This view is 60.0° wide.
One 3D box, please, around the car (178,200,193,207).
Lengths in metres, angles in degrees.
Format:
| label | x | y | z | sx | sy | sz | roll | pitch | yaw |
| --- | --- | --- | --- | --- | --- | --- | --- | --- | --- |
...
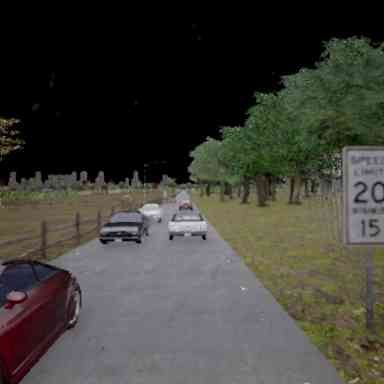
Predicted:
| label | x | y | z | sx | sy | sz | roll | pitch | yaw |
| --- | --- | --- | --- | --- | --- | --- | --- | --- | --- |
| car | -0.861 | 1.817 | 46.433 | 1.812 | 1.442 | 4.674 | 0 | 0 | -1 |

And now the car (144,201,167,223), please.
| label | x | y | z | sx | sy | sz | roll | pitch | yaw |
| --- | --- | --- | --- | --- | --- | --- | --- | --- | --- |
| car | -3.381 | 1.737 | 27.862 | 1.812 | 1.442 | 4.674 | 0 | -1 | -1 |

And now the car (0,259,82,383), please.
| label | x | y | z | sx | sy | sz | roll | pitch | yaw |
| --- | --- | --- | --- | --- | --- | --- | --- | --- | --- |
| car | -2.903 | 1.614 | 4.228 | 1.994 | 1.385 | 4.181 | 0 | 0 | -1 |

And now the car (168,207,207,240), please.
| label | x | y | z | sx | sy | sz | roll | pitch | yaw |
| --- | --- | --- | --- | --- | --- | --- | --- | --- | --- |
| car | -0.245 | 1.723 | 17.830 | 1.895 | 1.301 | 4.718 | 0 | 0 | -1 |

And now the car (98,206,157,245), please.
| label | x | y | z | sx | sy | sz | roll | pitch | yaw |
| --- | --- | --- | --- | --- | --- | --- | --- | --- | --- |
| car | -3.167 | 1.683 | 16.717 | 2.033 | 1.411 | 5.357 | 0 | 0 | -1 |

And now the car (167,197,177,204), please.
| label | x | y | z | sx | sy | sz | roll | pitch | yaw |
| --- | --- | --- | --- | --- | --- | --- | --- | --- | --- |
| car | -4.175 | 1.806 | 68.013 | 1.994 | 1.385 | 4.181 | 0 | 0 | -1 |
